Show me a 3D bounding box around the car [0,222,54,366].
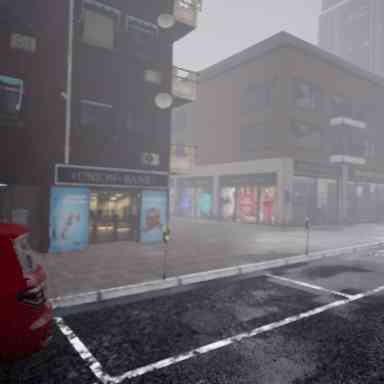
[{"bbox_3d":[-4.008,1.312,3.205,5.009,1.841,2.192,0,2,-35],"label":"car"}]
